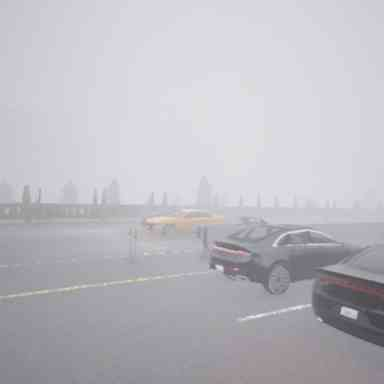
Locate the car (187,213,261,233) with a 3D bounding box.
[{"bbox_3d":[2.414,1.912,17.170,4.718,1.301,1.895,2,-1,-30],"label":"car"}]

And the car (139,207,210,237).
[{"bbox_3d":[-0.263,1.763,19.660,5.008,1.535,1.882,2,-1,-30],"label":"car"}]

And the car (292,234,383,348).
[{"bbox_3d":[4.325,1.615,5.889,5.008,1.535,1.882,2,-1,-30],"label":"car"}]

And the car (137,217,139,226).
[{"bbox_3d":[-1.366,1.815,23.069,4.902,1.511,2.128,2,-1,-30],"label":"car"}]

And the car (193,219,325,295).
[{"bbox_3d":[2.736,1.646,9.014,4.902,1.511,2.128,2,-1,-30],"label":"car"}]
